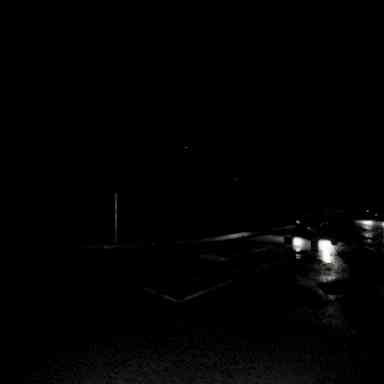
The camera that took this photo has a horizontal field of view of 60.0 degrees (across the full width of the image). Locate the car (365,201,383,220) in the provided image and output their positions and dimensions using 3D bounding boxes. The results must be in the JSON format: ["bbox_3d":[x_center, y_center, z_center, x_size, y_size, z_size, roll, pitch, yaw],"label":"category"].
[{"bbox_3d":[15.468,1.429,26.691,1.812,1.442,4.674,0,1,44],"label":"car"}]

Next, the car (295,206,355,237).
[{"bbox_3d":[7.342,1.502,18.090,1.812,1.442,4.674,0,0,44],"label":"car"}]
